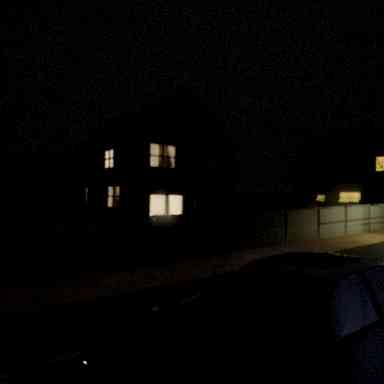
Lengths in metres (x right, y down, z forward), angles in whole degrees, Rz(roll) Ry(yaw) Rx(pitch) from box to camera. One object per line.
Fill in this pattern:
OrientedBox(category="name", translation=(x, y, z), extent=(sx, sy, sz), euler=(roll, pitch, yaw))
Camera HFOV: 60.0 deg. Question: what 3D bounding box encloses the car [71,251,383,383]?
OrientedBox(category="car", translation=(1.441, 1.528, 4.117), extent=(5.357, 1.411, 2.033), euler=(0, 0, -36))
